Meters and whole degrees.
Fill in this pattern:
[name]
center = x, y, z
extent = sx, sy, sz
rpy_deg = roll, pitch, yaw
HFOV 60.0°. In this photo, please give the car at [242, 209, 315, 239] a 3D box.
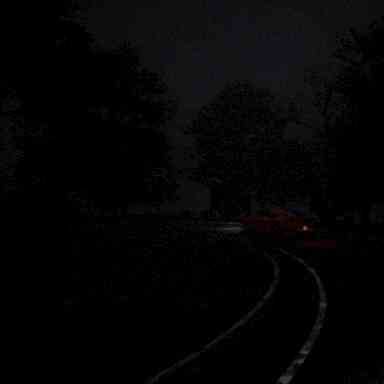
[car]
center = 4.722, 1.692, 18.954
extent = 1.882, 1.535, 5.008
rpy_deg = 1, -1, -22
